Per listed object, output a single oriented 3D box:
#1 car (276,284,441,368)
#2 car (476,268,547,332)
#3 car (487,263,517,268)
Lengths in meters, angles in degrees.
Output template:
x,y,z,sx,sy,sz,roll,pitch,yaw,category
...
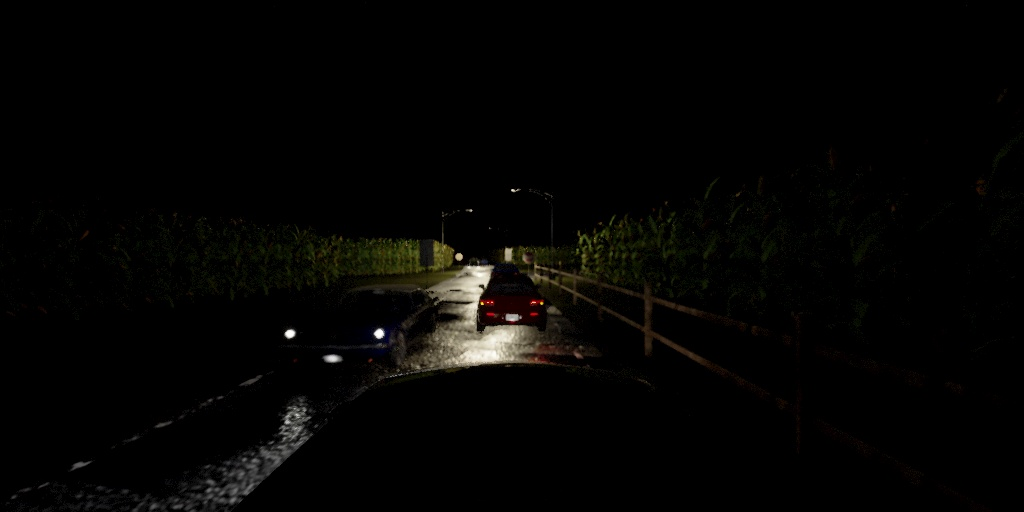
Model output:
x,y,z,sx,sy,sz,roll,pitch,yaw,category
-2.925,1.347,7.989,1.895,1.301,4.718,0,0,-1,car
-0.043,1.270,10.708,1.812,1.442,4.674,0,0,-1,car
-0.432,1.219,23.483,1.882,1.535,5.008,0,0,-1,car
